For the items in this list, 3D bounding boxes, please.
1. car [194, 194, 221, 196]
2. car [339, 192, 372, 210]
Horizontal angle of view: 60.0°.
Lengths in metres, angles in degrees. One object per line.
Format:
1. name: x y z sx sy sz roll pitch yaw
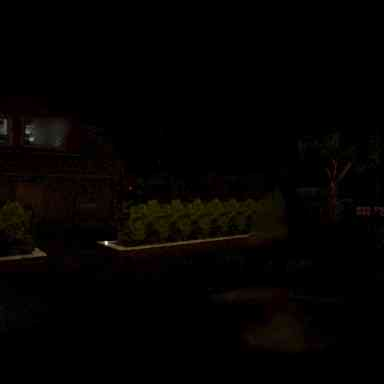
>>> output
1. car: 1.831 1.221 30.197 2.150 2.045 5.566 0 0 -35
2. car: 17.452 0.985 36.235 3.866 1.878 1.905 0 0 0
